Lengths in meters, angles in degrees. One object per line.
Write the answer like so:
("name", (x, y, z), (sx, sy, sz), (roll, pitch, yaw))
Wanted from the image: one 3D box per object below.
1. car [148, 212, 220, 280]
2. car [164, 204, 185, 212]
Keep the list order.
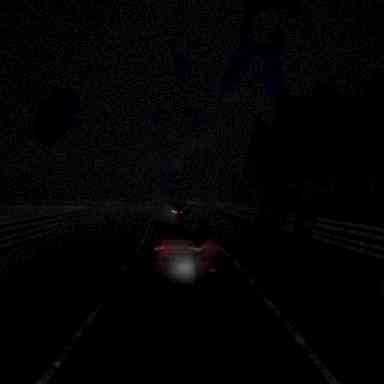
("car", (-0.275, 1.583, 10.213), (2.128, 1.511, 4.902), (0, 0, -3))
("car", (-1.625, 1.805, 30.725), (2.033, 1.411, 5.357), (0, 0, -3))
